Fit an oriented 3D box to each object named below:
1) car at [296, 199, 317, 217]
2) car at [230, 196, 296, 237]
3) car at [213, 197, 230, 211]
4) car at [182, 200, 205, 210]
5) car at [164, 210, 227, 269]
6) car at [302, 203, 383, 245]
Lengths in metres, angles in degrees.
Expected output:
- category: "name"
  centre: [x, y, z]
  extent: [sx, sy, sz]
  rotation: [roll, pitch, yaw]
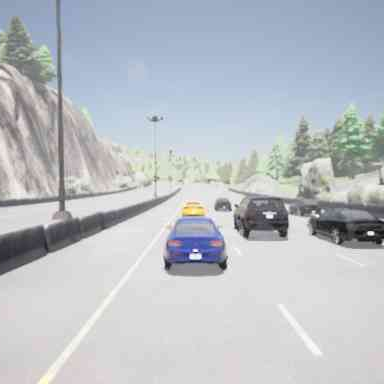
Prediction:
- category: "car"
  centre: [10.615, 1.477, 31.408]
  extent: [1.837, 1.490, 4.892]
  rotation: [0, 0, 0]
- category: "car"
  centre: [3.608, 1.234, 18.124]
  extent: [2.150, 2.045, 5.566]
  rotation: [0, 0, 0]
- category: "car"
  centre: [3.619, 1.418, 39.853]
  extent: [1.837, 1.490, 4.892]
  rotation: [0, 1, 0]
- category: "car"
  centre: [0.114, 1.462, 29.187]
  extent: [1.882, 1.535, 5.008]
  rotation: [0, 0, 0]
- category: "car"
  centre: [0.092, 1.538, 11.125]
  extent: [1.812, 1.442, 4.674]
  rotation: [0, 0, 0]
- category: "car"
  centre: [7.108, 1.491, 15.697]
  extent: [1.882, 1.535, 5.008]
  rotation: [0, 0, 0]
